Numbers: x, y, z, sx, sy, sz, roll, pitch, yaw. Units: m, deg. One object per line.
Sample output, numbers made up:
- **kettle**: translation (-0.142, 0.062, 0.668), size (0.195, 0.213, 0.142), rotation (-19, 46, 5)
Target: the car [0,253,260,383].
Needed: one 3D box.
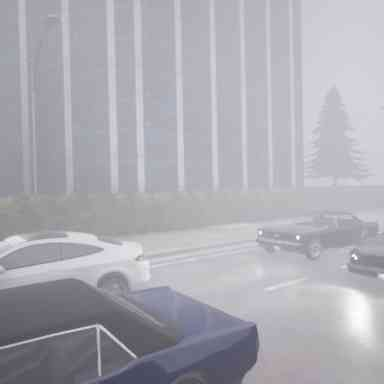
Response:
- **car**: translation (-1.704, 1.602, 2.759), size (4.718, 1.301, 1.895), rotation (-2, 1, -36)

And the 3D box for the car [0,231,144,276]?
- **car**: translation (-3.030, 1.508, 6.111), size (4.674, 1.442, 1.812), rotation (-2, 1, -36)

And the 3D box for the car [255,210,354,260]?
- **car**: translation (4.383, 1.343, 11.465), size (4.718, 1.301, 1.895), rotation (-2, 1, -36)

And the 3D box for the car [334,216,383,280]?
- **car**: translation (6.121, 1.295, 8.402), size (5.357, 1.411, 2.033), rotation (-2, 1, -36)
